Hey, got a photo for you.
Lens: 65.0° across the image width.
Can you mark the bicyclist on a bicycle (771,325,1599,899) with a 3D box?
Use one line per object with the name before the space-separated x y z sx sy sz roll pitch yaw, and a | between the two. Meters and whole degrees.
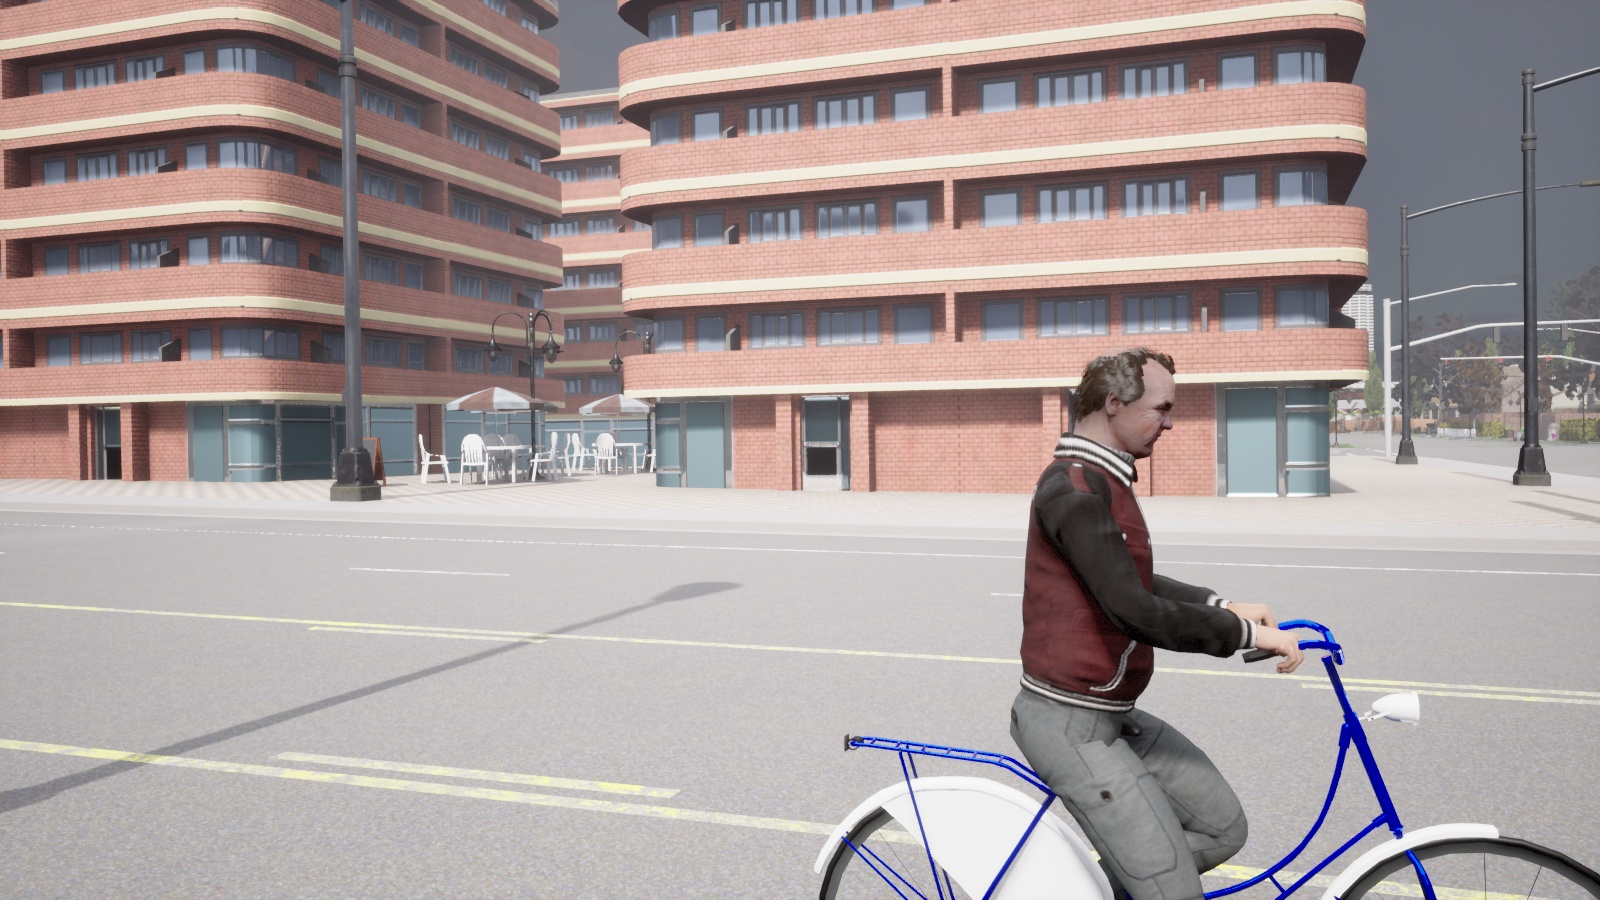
bicyclist on a bicycle | 0.913 0.654 2.814 1.843 1.776 0.659 0 1 18
